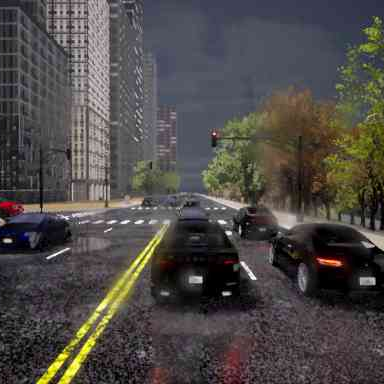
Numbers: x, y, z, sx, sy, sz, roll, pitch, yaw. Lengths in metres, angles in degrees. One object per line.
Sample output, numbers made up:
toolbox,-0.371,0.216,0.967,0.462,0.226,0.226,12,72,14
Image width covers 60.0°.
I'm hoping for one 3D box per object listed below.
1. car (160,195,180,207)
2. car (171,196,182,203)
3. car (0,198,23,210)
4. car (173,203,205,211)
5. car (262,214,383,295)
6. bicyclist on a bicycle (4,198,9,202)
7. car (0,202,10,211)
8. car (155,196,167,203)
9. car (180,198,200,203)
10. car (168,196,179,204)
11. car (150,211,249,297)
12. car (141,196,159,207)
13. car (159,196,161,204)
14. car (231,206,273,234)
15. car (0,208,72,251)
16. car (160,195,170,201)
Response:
car,-3.439,1.540,52.923,2.033,1.411,5.357,0,0,0
car,-3.392,1.530,73.415,2.033,1.411,5.357,0,0,0
car,-19.898,1.519,33.293,5.566,2.045,2.150,-1,1,0
car,0.036,1.545,18.454,2.033,1.411,5.357,0,0,0
car,3.315,1.524,8.605,1.812,1.442,4.674,0,0,0
bicyclist on a bicycle,-24.735,1.578,44.161,0.582,1.620,1.656,-1,1,0
car,-19.353,1.880,30.044,4.181,1.385,1.994,-1,1,0
car,-6.638,1.530,71.496,2.033,1.411,5.357,0,0,0
car,0.039,1.538,45.047,2.033,1.411,5.357,0,0,6
car,-3.434,1.496,62.744,1.837,1.490,4.892,0,0,0
car,0.074,1.476,8.645,1.882,1.535,5.008,0,0,0
car,-6.688,1.497,51.578,1.837,1.490,4.892,0,0,0
car,-6.686,1.483,60.997,2.128,1.511,4.902,0,0,0
car,3.290,1.502,17.862,1.837,1.490,4.892,0,0,0
car,-6.616,1.562,13.925,1.994,1.385,4.181,0,0,0
car,-6.657,1.531,82.032,2.033,1.411,5.357,0,0,0
